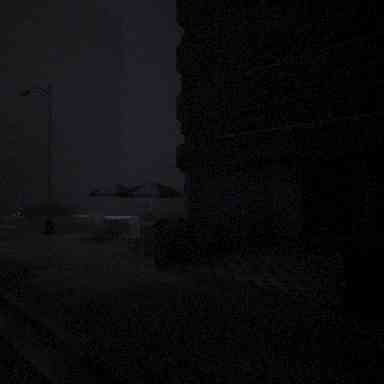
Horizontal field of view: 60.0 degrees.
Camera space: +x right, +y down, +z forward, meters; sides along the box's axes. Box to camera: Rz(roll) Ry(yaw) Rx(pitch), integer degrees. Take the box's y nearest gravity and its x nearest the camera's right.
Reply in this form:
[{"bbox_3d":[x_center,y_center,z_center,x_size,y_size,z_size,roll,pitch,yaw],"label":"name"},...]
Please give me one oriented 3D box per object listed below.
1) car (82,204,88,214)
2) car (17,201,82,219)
[{"bbox_3d":[-12.981,1.619,34.495,1.994,1.385,4.181,0,0,45],"label":"car"},{"bbox_3d":[-12.747,1.560,29.494,1.837,1.490,4.892,0,0,45],"label":"car"}]
